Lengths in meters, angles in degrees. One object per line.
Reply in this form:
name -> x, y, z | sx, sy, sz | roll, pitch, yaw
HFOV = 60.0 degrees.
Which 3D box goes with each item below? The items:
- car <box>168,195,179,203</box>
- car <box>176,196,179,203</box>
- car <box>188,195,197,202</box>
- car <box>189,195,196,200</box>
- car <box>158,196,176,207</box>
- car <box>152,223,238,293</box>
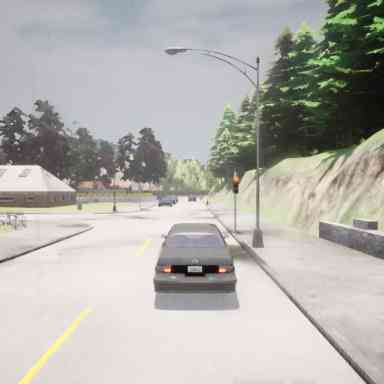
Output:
car -> -3.888, 1.525, 71.193 | 2.128, 1.511, 4.902 | 0, 0, 0
car -> -3.970, 1.477, 61.101 | 1.882, 1.535, 5.008 | 0, 0, 1
car -> 0.119, 1.515, 75.728 | 2.128, 1.511, 4.902 | 0, 0, 0
car -> 0.135, 1.407, 86.088 | 1.812, 1.442, 4.674 | 0, 0, 0
car -> -4.015, 1.564, 51.098 | 1.994, 1.385, 4.181 | 0, 0, 0
car -> 0.073, 1.547, 8.975 | 2.033, 1.411, 5.357 | 0, 0, 0
